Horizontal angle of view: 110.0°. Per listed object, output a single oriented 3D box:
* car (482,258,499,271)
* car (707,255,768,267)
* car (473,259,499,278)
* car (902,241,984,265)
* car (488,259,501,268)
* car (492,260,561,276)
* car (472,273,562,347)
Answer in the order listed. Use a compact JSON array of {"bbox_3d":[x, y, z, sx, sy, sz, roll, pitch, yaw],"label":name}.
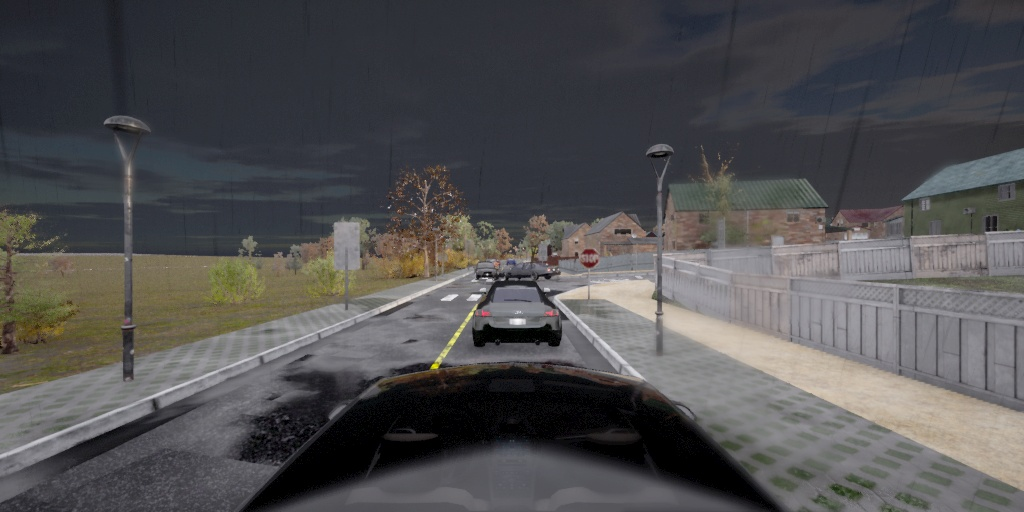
[{"bbox_3d":[-2.969,1.120,51.080,2.097,1.767,4.553,0,0,0],"label":"car"},{"bbox_3d":[14.336,0.413,22.770,4.181,1.385,1.994,-3,0,16],"label":"car"},{"bbox_3d":[-2.324,1.257,31.264,1.837,1.490,4.892,0,0,-8],"label":"car"},{"bbox_3d":[23.842,-0.208,20.372,4.902,1.511,2.128,-3,0,14],"label":"car"},{"bbox_3d":[-2.979,1.256,61.117,1.882,1.535,5.008,0,0,0],"label":"car"},{"bbox_3d":[1.271,1.197,28.361,5.357,1.411,2.033,-4,-3,43],"label":"car"},{"bbox_3d":[0.084,1.313,9.344,1.994,1.385,4.181,0,0,-1],"label":"car"}]
